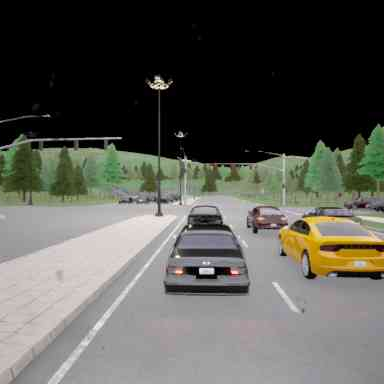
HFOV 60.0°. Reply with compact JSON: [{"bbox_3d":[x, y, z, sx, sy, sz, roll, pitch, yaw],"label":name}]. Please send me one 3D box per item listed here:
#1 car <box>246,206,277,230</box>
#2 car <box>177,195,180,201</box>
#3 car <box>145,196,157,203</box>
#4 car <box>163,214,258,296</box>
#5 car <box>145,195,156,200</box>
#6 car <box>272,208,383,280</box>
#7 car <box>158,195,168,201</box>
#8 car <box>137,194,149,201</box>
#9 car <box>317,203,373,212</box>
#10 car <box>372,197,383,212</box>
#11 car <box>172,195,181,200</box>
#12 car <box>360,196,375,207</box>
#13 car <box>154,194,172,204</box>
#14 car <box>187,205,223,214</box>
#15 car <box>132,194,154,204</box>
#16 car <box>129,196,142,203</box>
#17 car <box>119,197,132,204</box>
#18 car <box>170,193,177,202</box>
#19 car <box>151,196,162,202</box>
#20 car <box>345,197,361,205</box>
[{"bbox_3d":[4.273,1.526,19.244,1.812,1.442,4.674,0,0,3],"label":"car"},{"bbox_3d":[-4.735,1.225,82.665,2.150,2.045,5.566,0,0,2],"label":"car"},{"bbox_3d":[-8.698,1.552,71.181,1.994,1.385,4.181,0,0,2],"label":"car"},{"bbox_3d":[0.384,1.547,8.820,2.033,1.411,5.357,0,0,2],"label":"car"},{"bbox_3d":[-11.395,1.539,91.184,2.033,1.411,5.357,0,0,2],"label":"car"},{"bbox_3d":[3.940,1.478,10.026,1.882,1.535,5.008,0,0,3],"label":"car"},{"bbox_3d":[-7.878,1.524,91.501,2.128,1.511,4.902,0,0,2],"label":"car"},{"bbox_3d":[-11.809,1.355,80.950,2.097,1.767,4.553,0,0,2],"label":"car"},{"bbox_3d":[7.758,1.547,18.859,2.033,1.411,5.357,0,0,3],"label":"car"},{"bbox_3d":[22.415,1.547,34.878,5.357,1.411,2.033,0,0,3],"label":"car"},{"bbox_3d":[-4.302,1.533,93.067,2.033,1.411,5.357,0,0,3],"label":"car"},{"bbox_3d":[22.679,1.491,38.370,4.902,1.511,2.128,0,0,3],"label":"car"},{"bbox_3d":[-5.553,1.600,63.439,1.895,1.301,4.718,0,0,3],"label":"car"},{"bbox_3d":[0.738,1.478,18.640,1.882,1.535,5.008,0,0,3],"label":"car"},{"bbox_3d":[-9.113,1.491,62.330,2.128,1.511,4.902,0,0,3],"label":"car"},{"bbox_3d":[-12.164,1.524,72.094,1.812,1.442,4.674,0,0,2],"label":"car"},{"bbox_3d":[-12.551,1.564,63.474,1.994,1.385,4.181,0,0,3],"label":"car"},{"bbox_3d":[-5.147,1.355,72.373,2.097,1.767,4.553,0,0,2],"label":"car"},{"bbox_3d":[-8.373,1.552,79.293,1.994,1.385,4.181,0,0,2],"label":"car"},{"bbox_3d":[21.595,1.352,41.931,4.553,1.767,2.097,0,0,3],"label":"car"}]
